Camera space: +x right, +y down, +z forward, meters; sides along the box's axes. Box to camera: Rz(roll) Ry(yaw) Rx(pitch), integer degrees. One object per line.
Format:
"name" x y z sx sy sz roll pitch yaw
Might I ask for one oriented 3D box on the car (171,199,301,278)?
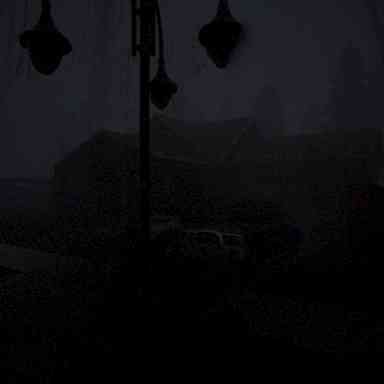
"car" 1.639 1.171 9.873 1.932 1.855 4.605 0 0 35

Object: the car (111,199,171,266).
"car" -0.637 1.171 11.011 1.905 1.878 3.866 0 0 35
